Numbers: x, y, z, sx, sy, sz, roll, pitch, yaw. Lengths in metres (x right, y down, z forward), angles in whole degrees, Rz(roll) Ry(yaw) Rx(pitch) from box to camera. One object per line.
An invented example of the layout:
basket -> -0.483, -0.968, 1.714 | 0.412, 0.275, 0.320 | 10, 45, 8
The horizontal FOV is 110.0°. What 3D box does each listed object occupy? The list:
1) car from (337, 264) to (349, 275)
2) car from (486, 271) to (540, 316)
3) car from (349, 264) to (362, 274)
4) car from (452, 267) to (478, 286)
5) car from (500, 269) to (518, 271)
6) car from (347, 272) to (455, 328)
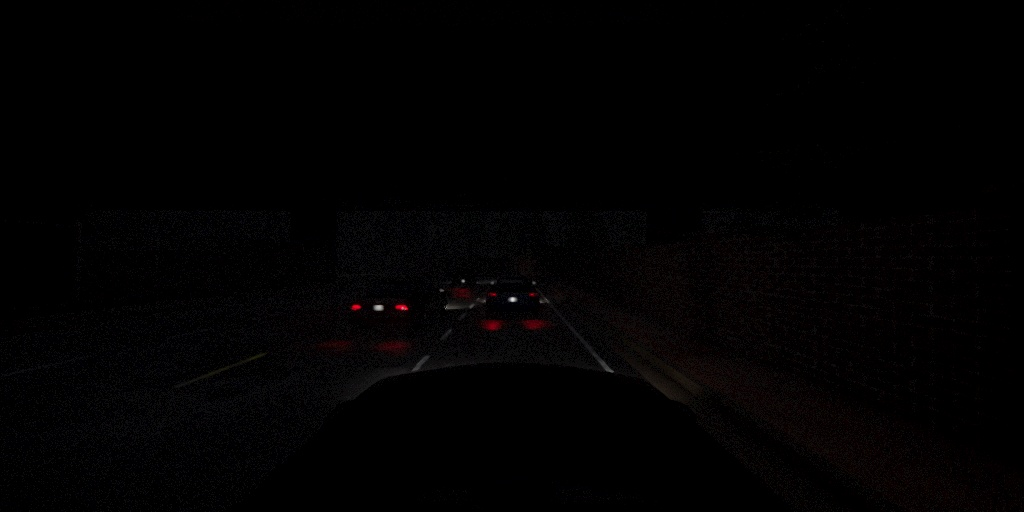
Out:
car -> -26.176, 1.787, 51.449 | 4.553, 1.767, 2.097 | 0, -1, 27
car -> 0.044, 1.489, 14.337 | 1.994, 1.385, 4.181 | 0, -1, 0
car -> -25.016, 1.973, 54.785 | 4.902, 1.511, 2.128 | 0, -1, 27
car -> -3.846, 1.633, 29.068 | 1.837, 1.490, 4.892 | 0, 0, -5
car -> -0.272, 1.719, 28.452 | 1.895, 1.301, 4.718 | 0, -1, -4
car -> -3.480, 1.438, 11.904 | 2.033, 1.411, 5.357 | 0, -1, 1
